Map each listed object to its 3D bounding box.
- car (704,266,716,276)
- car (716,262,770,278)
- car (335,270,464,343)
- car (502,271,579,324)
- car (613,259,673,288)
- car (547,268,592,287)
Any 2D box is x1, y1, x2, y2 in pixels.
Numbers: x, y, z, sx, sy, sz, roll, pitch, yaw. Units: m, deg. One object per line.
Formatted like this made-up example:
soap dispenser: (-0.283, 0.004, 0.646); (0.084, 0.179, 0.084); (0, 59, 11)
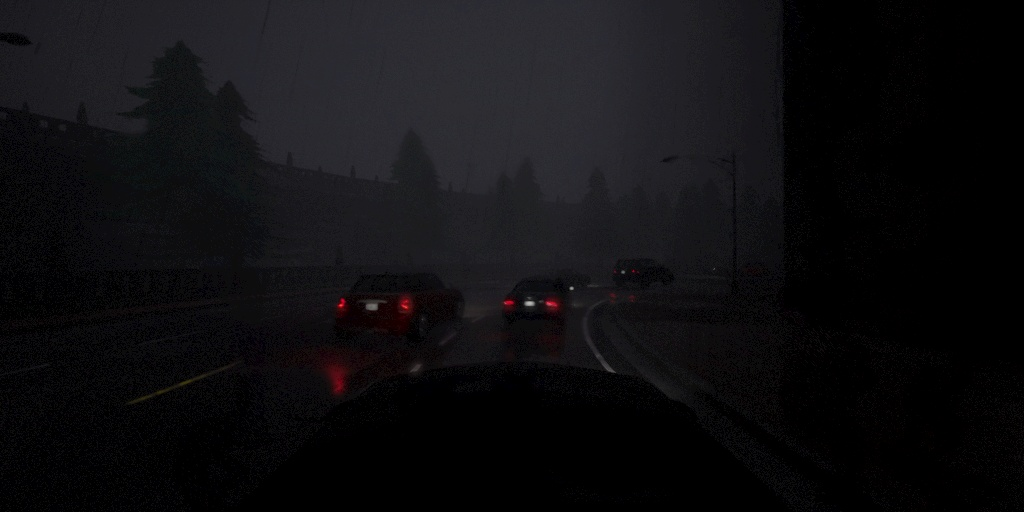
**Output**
car: (25.518, 1.515, 42.862); (4.553, 1.767, 2.097); (0, -1, -3)
car: (25.536, 1.480, 39.370); (4.553, 1.767, 2.097); (0, -1, -3)
car: (-2.891, 1.188, 10.270); (2.097, 1.767, 4.553); (0, -1, 8)
car: (1.066, 1.406, 12.483); (2.033, 1.411, 5.357); (0, -1, 13)
car: (9.643, 1.217, 26.308); (5.566, 2.045, 2.150); (1, -1, -41)
car: (3.588, 1.531, 25.009); (2.033, 1.411, 5.357); (-1, -1, 39)
